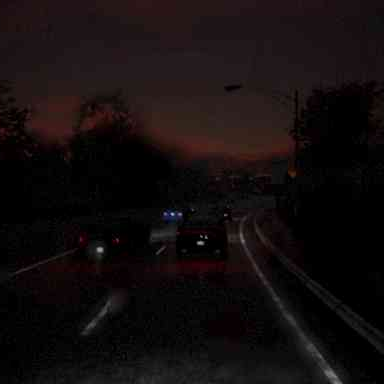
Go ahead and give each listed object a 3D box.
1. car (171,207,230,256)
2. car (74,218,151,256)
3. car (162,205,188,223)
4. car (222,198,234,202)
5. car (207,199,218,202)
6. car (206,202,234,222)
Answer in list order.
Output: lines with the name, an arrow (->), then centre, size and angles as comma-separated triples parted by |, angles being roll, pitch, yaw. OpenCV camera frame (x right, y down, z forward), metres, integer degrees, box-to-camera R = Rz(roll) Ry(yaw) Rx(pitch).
car -> 0.518, 1.610, 13.866 | 1.882, 1.535, 5.008 | 0, 0, 5
car -> -3.015, 1.727, 13.779 | 1.895, 1.301, 4.718 | 0, 0, 5
car -> -1.045, 1.811, 28.346 | 2.033, 1.411, 5.357 | 0, -1, 11
car -> 7.791, 2.119, 71.526 | 2.128, 1.511, 4.902 | 0, 0, 19
car -> 4.483, 2.146, 72.669 | 1.994, 1.385, 4.181 | 0, 0, 19
car -> 2.396, 1.813, 27.707 | 2.033, 1.411, 5.357 | 0, -1, 11
